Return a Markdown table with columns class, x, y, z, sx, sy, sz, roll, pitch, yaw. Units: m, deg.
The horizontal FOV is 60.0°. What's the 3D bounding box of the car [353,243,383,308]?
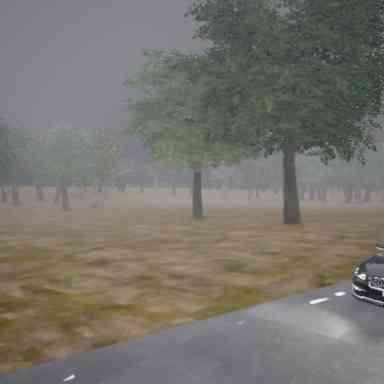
| class | x | y | z | sx | sy | sz | roll | pitch | yaw |
| --- | --- | --- | --- | --- | --- | --- | --- | --- | --- |
| car | 5.359 | 1.510 | 7.020 | 4.892 | 1.490 | 1.837 | 0 | 0 | -34 |
